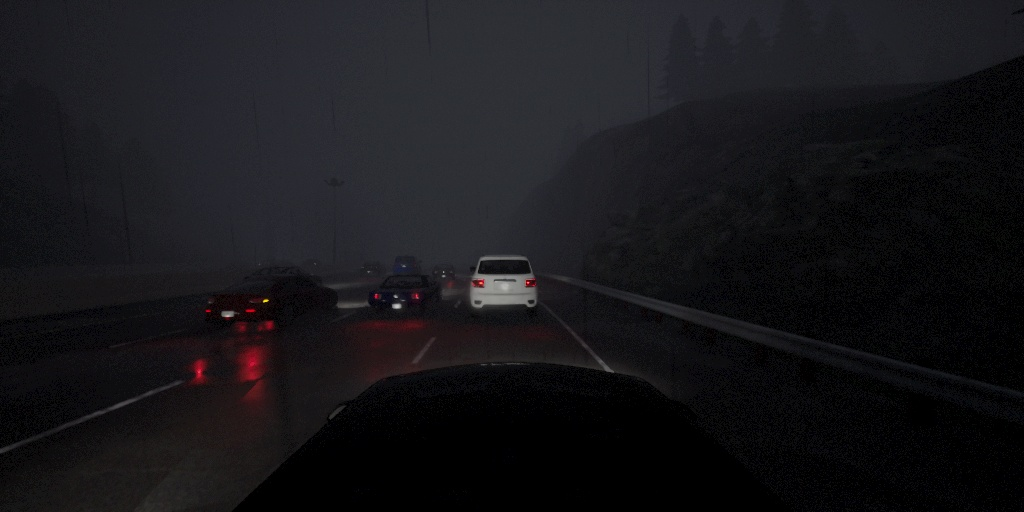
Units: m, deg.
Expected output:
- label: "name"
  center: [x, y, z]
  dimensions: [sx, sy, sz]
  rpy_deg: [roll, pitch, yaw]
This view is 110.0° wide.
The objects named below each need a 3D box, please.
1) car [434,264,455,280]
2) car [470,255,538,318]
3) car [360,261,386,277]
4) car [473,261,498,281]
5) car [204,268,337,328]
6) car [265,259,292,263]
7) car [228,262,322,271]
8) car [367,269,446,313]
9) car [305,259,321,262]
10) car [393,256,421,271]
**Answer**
- label: "car"
  center: [-5.994, 1.366, 31.792]
  dimensions: [1.895, 1.301, 4.718]
  rpy_deg: [0, 0, -9]
- label: "car"
  center: [-0.374, 0.973, 13.269]
  dimensions: [2.150, 2.045, 5.566]
  rpy_deg: [0, 0, -4]
- label: "car"
  center: [-13.885, 1.274, 36.021]
  dimensions: [2.128, 1.511, 4.902]
  rpy_deg: [0, 0, -11]
- label: "car"
  center: [-2.435, 1.262, 31.579]
  dimensions: [1.837, 1.490, 4.892]
  rpy_deg: [0, 0, -9]
- label: "car"
  center: [-7.289, 1.292, 11.340]
  dimensions: [1.812, 1.442, 4.674]
  rpy_deg: [0, 0, -3]
- label: "car"
  center: [-31.827, 1.315, 49.873]
  dimensions: [2.128, 1.511, 4.902]
  rpy_deg: [0, 0, -16]
- label: "car"
  center: [-11.289, 1.267, 17.969]
  dimensions: [2.128, 1.511, 4.902]
  rpy_deg: [0, 0, -5]
- label: "car"
  center: [-3.927, 1.360, 14.026]
  dimensions: [1.895, 1.301, 4.718]
  rpy_deg: [0, 0, -4]
- label: "car"
  center: [-28.581, 1.168, 51.208]
  dimensions: [2.097, 1.767, 4.553]
  rpy_deg: [0, 0, -16]
- label: "car"
  center: [-9.974, 0.995, 34.270]
  dimensions: [2.150, 2.045, 5.566]
  rpy_deg: [0, 0, -10]
